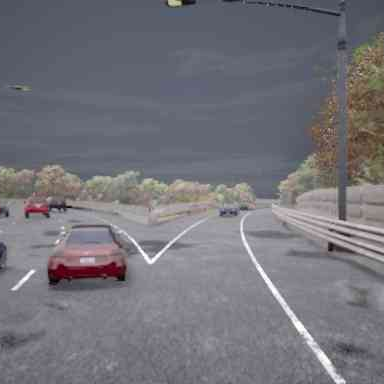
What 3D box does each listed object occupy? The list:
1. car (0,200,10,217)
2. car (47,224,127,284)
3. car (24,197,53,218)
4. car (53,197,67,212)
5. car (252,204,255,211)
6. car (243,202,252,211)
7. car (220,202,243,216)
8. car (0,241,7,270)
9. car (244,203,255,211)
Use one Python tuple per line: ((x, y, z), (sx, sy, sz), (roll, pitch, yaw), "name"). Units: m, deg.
((-20.597, 1.651, 35.308), (2.097, 1.767, 4.553), (0, -1, -29), "car")
((-3.025, 1.660, 10.066), (1.994, 1.385, 4.181), (0, -1, -14), "car")
((-16.172, 1.529, 34.640), (2.150, 2.045, 5.566), (1, -1, -28), "car")
((-18.937, 1.638, 45.986), (2.150, 2.045, 5.566), (1, -1, -33), "car")
((10.853, 2.846, 66.347), (2.097, 1.767, 4.553), (0, -4, 14), "car")
((9.286, 2.601, 59.624), (1.837, 1.490, 4.892), (0, -3, 13), "car")
((4.346, 2.014, 37.759), (1.895, 1.301, 4.718), (0, -1, 12), "car")
((-6.161, 1.592, 8.254), (1.812, 1.442, 4.674), (0, -1, -13), "car")
((12.970, 3.403, 74.838), (2.097, 1.767, 4.553), (0, -5, 15), "car")
